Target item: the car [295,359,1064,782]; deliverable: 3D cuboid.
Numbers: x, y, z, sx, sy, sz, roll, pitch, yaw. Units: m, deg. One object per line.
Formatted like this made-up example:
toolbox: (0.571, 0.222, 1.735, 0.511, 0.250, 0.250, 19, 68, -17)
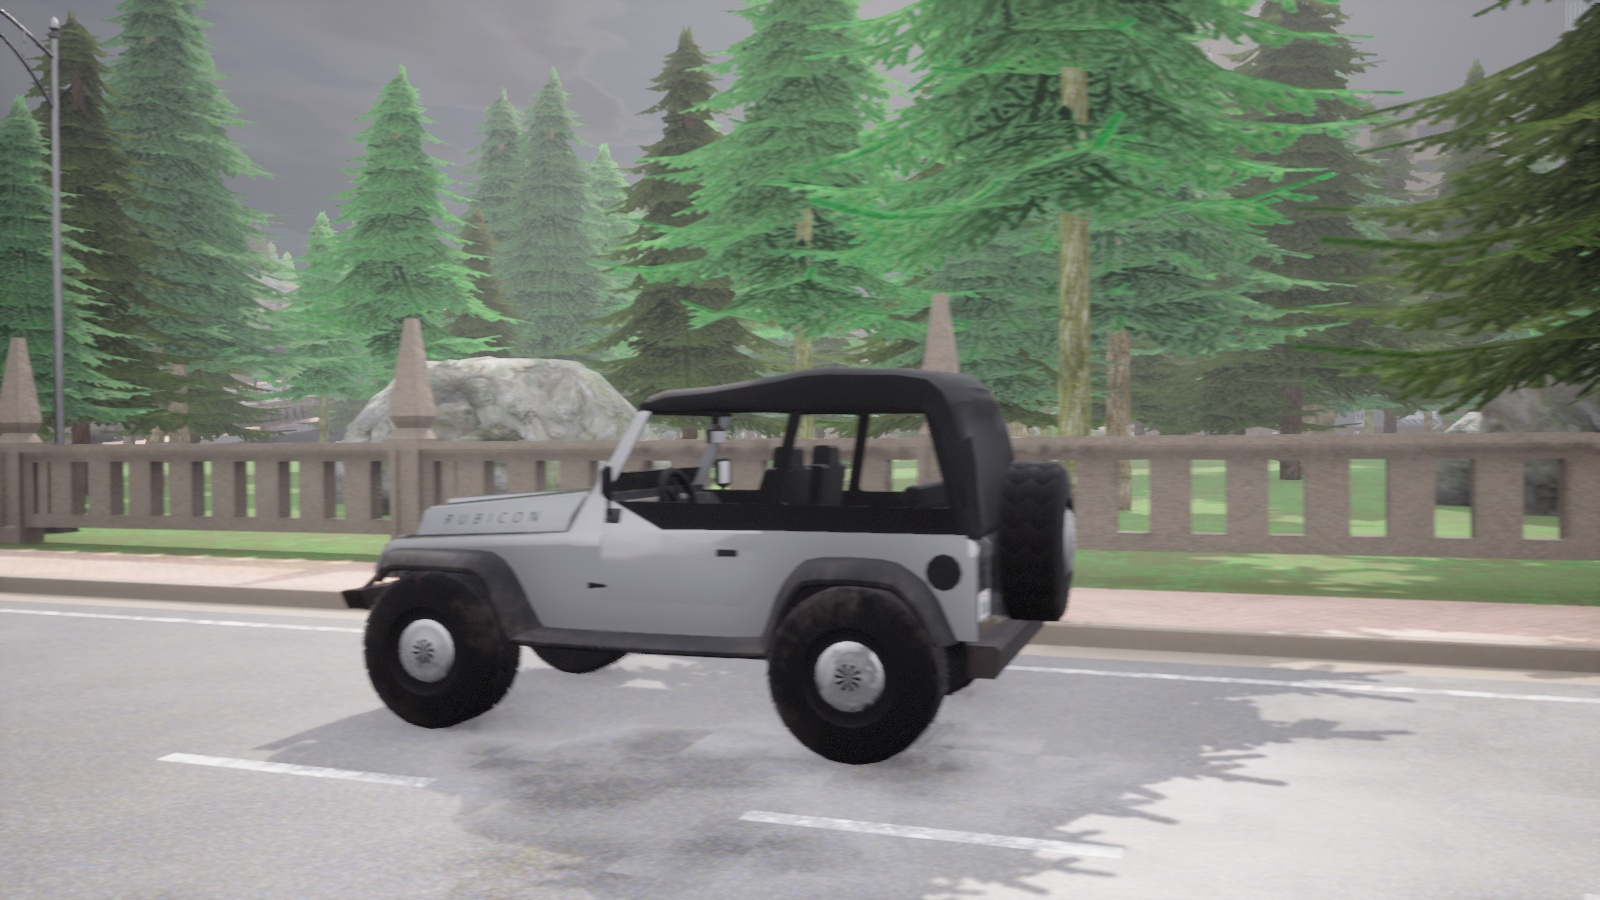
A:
car: (-0.596, 0.506, 7.083, 3.866, 1.878, 1.905, 1, 1, 19)
